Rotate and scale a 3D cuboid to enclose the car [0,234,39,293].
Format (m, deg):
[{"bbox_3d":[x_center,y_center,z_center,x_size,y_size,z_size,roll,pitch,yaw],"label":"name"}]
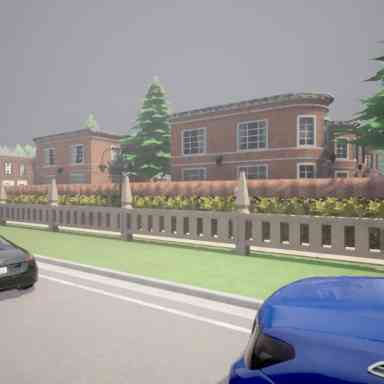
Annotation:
[{"bbox_3d":[-5.506,1.564,7.877,4.181,1.385,1.994,0,0,36],"label":"car"}]

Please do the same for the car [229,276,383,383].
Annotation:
[{"bbox_3d":[2.959,1.221,1.880,5.566,2.045,2.150,0,0,36],"label":"car"}]
